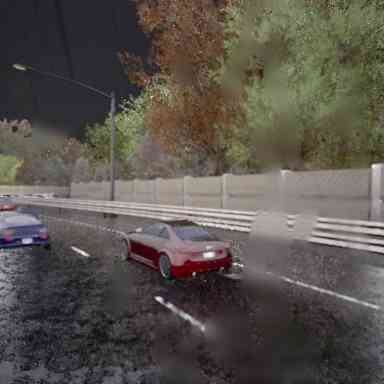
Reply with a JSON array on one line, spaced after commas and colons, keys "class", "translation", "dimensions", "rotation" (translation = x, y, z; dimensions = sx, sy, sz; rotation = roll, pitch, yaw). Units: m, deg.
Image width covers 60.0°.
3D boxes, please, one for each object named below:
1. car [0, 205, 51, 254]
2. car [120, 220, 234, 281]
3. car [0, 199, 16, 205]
[{"class": "car", "translation": [-6.816, 1.442, 12.954], "dimensions": [1.812, 1.442, 4.674], "rotation": [0, 0, -35]}, {"class": "car", "translation": [-0.646, 1.533, 10.023], "dimensions": [1.994, 1.385, 4.181], "rotation": [0, 0, -33]}, {"class": "car", "translation": [-18.802, 1.341, 32.870], "dimensions": [1.994, 1.385, 4.181], "rotation": [0, 0, -41]}]
